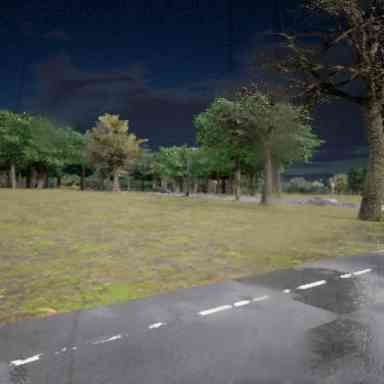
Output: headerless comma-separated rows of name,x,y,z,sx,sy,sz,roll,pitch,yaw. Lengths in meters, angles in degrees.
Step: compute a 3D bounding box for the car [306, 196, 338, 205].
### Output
car,21.235,1.366,54.308,1.895,1.301,4.718,0,2,-35
